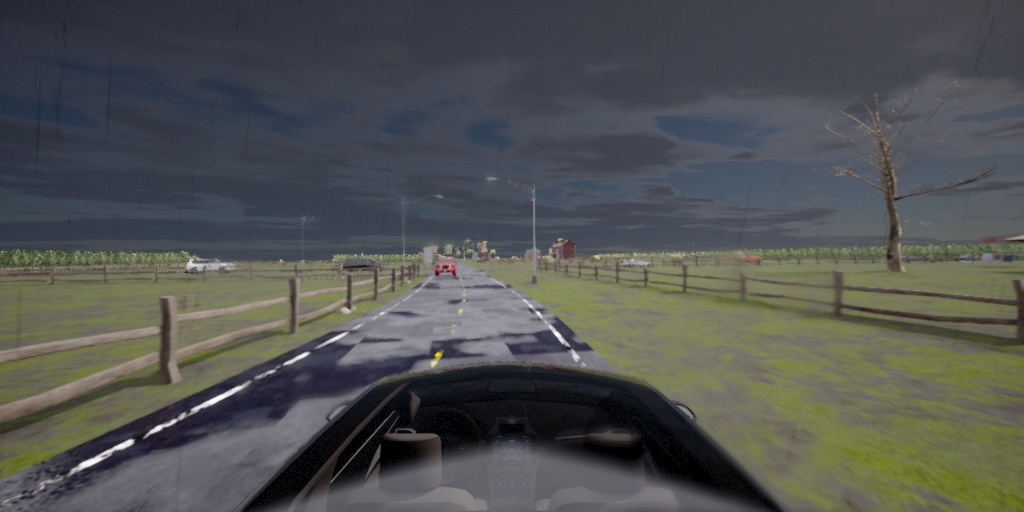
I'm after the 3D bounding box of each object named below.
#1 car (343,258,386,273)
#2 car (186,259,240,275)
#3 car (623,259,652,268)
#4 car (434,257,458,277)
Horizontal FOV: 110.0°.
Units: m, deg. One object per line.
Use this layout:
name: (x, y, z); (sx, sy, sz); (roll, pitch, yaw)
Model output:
car: (-20.483, 1.327, 49.962); (5.566, 2.045, 2.150); (1, -1, -10)
car: (-39.021, 1.425, 46.806); (5.566, 2.045, 2.150); (0, -1, -10)
car: (20.011, 1.131, 56.946); (4.674, 1.442, 1.812); (-1, -1, -10)
car: (-6.998, 1.083, 38.227); (2.150, 2.045, 5.566); (0, 0, -9)
